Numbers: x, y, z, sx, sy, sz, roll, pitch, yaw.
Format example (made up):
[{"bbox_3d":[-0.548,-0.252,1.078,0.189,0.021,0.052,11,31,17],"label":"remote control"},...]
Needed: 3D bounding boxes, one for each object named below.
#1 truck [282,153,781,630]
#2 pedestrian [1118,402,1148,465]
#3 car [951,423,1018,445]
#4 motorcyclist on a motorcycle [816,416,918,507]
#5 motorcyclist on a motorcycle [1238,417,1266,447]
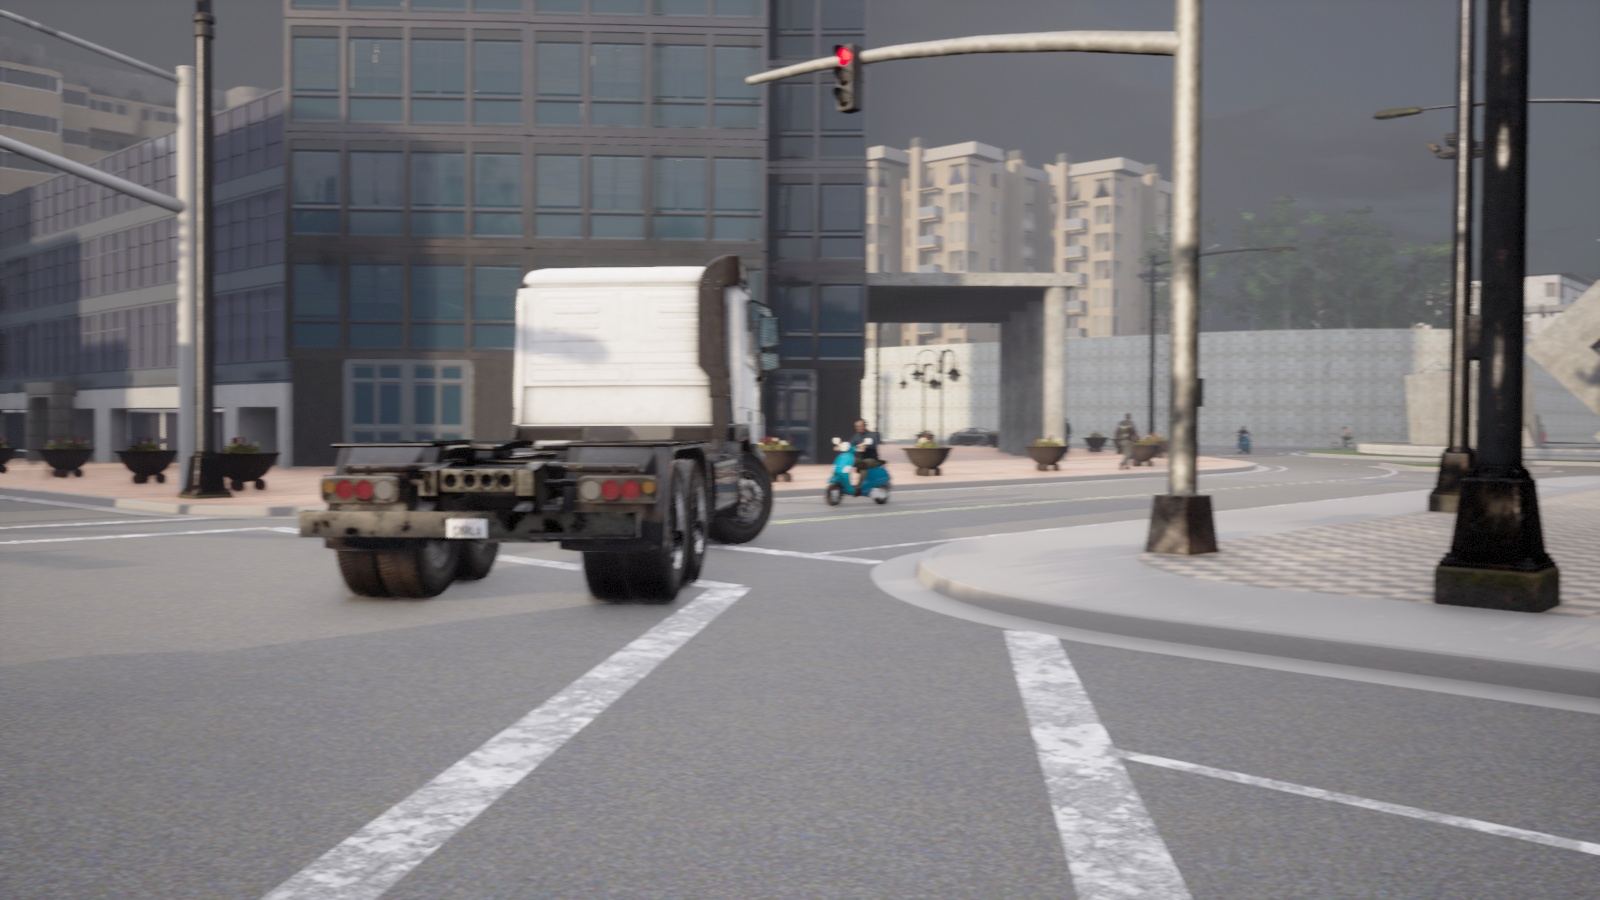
[{"bbox_3d":[-2.066,-0.493,13.245,2.891,3.462,7.936,-1,1,5],"label":"truck"},{"bbox_3d":[10.147,-0.500,38.250,0.563,1.883,0.849,0,2,43],"label":"pedestrian"},{"bbox_3d":[12.523,-1.094,85.282,1.994,1.385,4.181,-2,2,-43],"label":"car"},{"bbox_3d":[1.227,0.202,22.816,0.866,1.590,1.817,0,0,43],"label":"motorcyclist on a motorcycle"},{"bbox_3d":[24.567,-0.987,68.336,0.866,1.590,1.817,-3,1,2],"label":"motorcyclist on a motorcycle"}]
